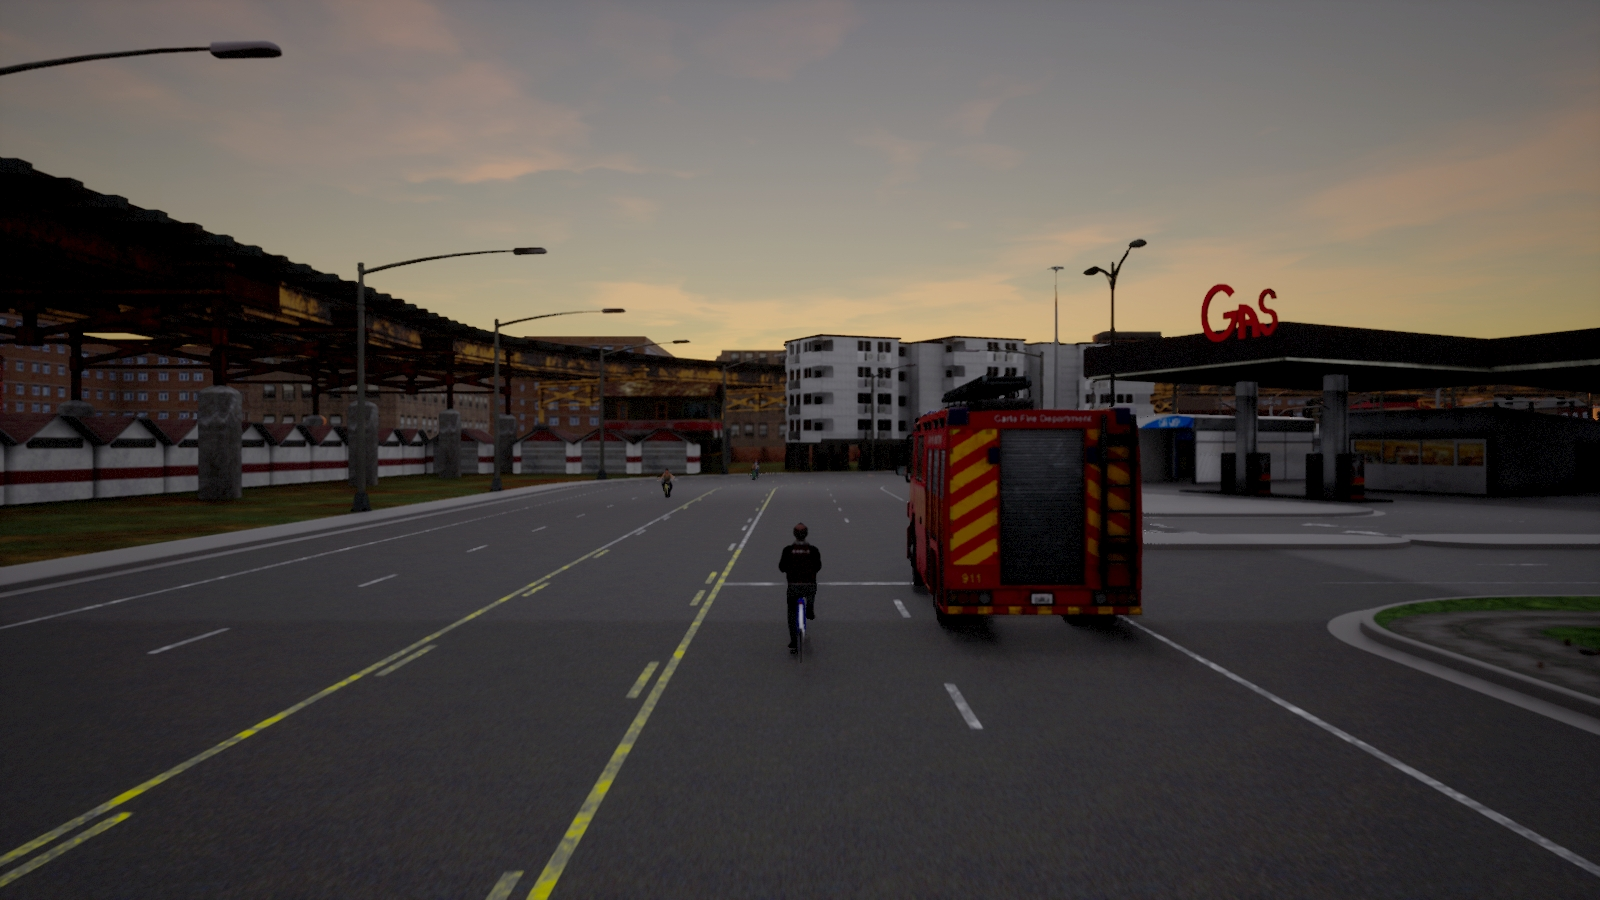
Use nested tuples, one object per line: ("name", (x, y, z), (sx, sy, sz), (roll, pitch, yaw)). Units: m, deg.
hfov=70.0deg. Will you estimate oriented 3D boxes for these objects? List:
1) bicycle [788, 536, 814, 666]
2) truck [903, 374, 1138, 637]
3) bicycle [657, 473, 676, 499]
("bicycle", (0.005, 1.979, 15.407), (0.329, 1.496, 1.835), (0, 0, 0))
("truck", (3.593, 0.799, 20.881), (2.891, 3.827, 8.468), (0, 0, 2))
("bicycle", (-6.990, 1.895, 59.954), (0.859, 1.301, 1.487), (0, 0, 0))
